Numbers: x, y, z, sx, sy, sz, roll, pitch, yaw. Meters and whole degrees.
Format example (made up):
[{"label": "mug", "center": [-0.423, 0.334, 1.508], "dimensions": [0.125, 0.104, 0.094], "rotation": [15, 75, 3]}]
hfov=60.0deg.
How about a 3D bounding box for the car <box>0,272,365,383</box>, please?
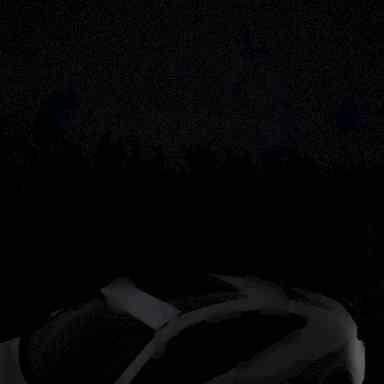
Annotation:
[{"label": "car", "center": [-0.324, 1.539, 2.839], "dimensions": [4.674, 1.442, 1.812], "rotation": [1, 0, -36]}]
